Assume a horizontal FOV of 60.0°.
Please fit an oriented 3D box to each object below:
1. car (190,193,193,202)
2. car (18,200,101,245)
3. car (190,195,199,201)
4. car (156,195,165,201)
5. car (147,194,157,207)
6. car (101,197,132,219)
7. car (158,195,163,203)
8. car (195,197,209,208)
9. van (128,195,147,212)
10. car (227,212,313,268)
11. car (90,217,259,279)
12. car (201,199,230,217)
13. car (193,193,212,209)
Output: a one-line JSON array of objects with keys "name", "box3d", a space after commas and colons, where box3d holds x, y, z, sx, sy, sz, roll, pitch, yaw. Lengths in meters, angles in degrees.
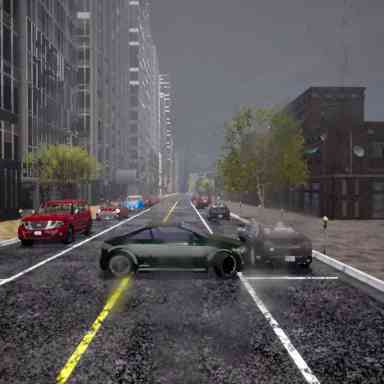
[{"name": "car", "box3d": [0.906, 1.291, 71.939, 2.192, 1.841, 5.009, -1, 0, -1]}, {"name": "car", "box3d": [-6.169, 1.310, 15.680, 2.192, 1.841, 5.009, -1, 0, -1]}, {"name": "car", "box3d": [0.632, 1.538, 83.005, 1.947, 1.339, 4.313, -1, 0, -1]}, {"name": "car", "box3d": [-7.742, 1.497, 82.636, 1.752, 1.417, 4.829, -1, 0, -1]}, {"name": "car", "box3d": [-6.917, 1.299, 49.608, 2.192, 1.841, 5.009, -1, 0, -1]}, {"name": "car", "box3d": [-6.354, 1.432, 26.748, 1.967, 1.590, 4.097, -1, 0, -1]}, {"name": "car", "box3d": [-7.330, 1.522, 66.207, 1.887, 1.381, 4.507, -1, 0, -1]}, {"name": "car", "box3d": [1.460, 1.509, 49.978, 1.752, 1.417, 4.829, -1, 0, -1]}, {"name": "van", "box3d": [-6.639, 1.329, 38.542, 1.690, 1.788, 3.998, -1, 0, -1]}, {"name": "car", "box3d": [2.565, 1.548, 11.082, 2.008, 1.369, 4.403, -1, 0, -1]}, {"name": "car", "box3d": [-0.454, 1.557, 9.478, 4.181, 1.385, 1.994, 0, 0, -1]}, {"name": "car", "box3d": [2.049, 1.543, 26.942, 2.008, 1.369, 4.403, -1, 0, -1]}, {"name": "car", "box3d": [1.599, 1.301, 44.275, 2.192, 1.841, 5.009, -1, 0, -1]}]
